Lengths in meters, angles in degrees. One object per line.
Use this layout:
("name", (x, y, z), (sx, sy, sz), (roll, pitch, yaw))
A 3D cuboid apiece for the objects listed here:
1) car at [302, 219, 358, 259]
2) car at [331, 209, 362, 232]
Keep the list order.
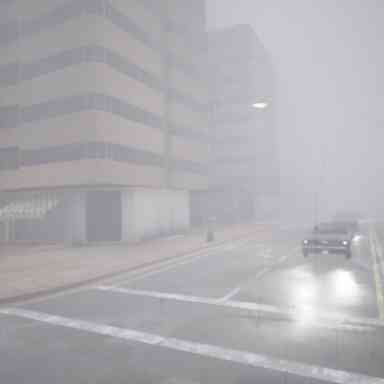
("car", (6.239, 2.113, 15.024), (1.895, 1.301, 4.718), (-3, -3, 28))
("car", (12.257, 2.301, 26.516), (1.882, 1.535, 5.008), (-3, -2, 28))
